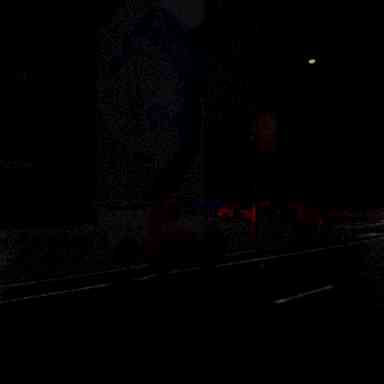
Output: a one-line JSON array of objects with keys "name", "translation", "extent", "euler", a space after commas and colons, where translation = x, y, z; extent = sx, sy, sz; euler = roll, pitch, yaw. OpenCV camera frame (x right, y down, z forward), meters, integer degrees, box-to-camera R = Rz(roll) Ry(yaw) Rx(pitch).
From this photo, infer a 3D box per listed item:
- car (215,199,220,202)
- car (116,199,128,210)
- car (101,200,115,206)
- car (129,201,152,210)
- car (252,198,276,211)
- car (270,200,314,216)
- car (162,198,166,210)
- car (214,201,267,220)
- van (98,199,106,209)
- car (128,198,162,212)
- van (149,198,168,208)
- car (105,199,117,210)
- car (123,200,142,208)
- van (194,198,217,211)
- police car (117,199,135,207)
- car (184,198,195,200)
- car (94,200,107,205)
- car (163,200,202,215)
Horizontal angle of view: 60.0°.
[{"name": "car", "translation": [5.533, 2.041, 45.474], "extent": [1.802, 1.307, 4.206], "euler": [-1, 0, -35]}, {"name": "car", "translation": [-9.689, 2.223, 52.163], "extent": [1.887, 1.381, 4.507], "euler": [-1, 0, -35]}, {"name": "car", "translation": [-20.887, 2.633, 82.661], "extent": [1.947, 1.339, 4.313], "euler": [-1, 0, -35]}, {"name": "car", "translation": [-8.698, 2.205, 55.478], "extent": [1.837, 1.490, 4.892], "euler": [0, -1, -35]}, {"name": "car", "translation": [8.468, 1.705, 41.323], "extent": [2.192, 1.841, 5.009], "euler": [-1, 0, -35]}, {"name": "car", "translation": [11.413, 1.865, 37.172], "extent": [1.887, 1.381, 4.507], "euler": [-1, 0, -35]}, {"name": "car", "translation": [-5.034, 2.151, 55.623], "extent": [2.128, 1.511, 4.902], "euler": [0, -1, -34]}, {"name": "car", "translation": [4.552, 1.869, 32.105], "extent": [1.752, 1.417, 4.829], "euler": [-1, 0, -35]}, {"name": "van", "translation": [-15.350, 2.150, 60.130], "extent": [1.690, 1.788, 3.998], "euler": [-1, 0, -35]}, {"name": "car", "translation": [-6.865, 1.928, 48.179], "extent": [2.192, 1.841, 5.009], "euler": [-1, 0, -35]}, {"name": "van", "translation": [-6.233, 2.075, 62.080], "extent": [1.690, 1.788, 3.998], "euler": [-1, 0, -35]}, {"name": "car", "translation": [-12.519, 2.184, 56.146], "extent": [1.967, 1.590, 4.097], "euler": [-1, 0, -35]}, {"name": "car", "translation": [-11.741, 2.343, 65.024], "extent": [1.812, 1.442, 4.674], "euler": [0, -1, -35]}, {"name": "van", "translation": [2.588, 1.870, 49.626], "extent": [1.690, 1.788, 3.998], "euler": [-1, 0, -35]}, {"name": "police car", "translation": [-14.616, 2.345, 73.159], "extent": [1.930, 1.638, 5.238], "euler": [0, -1, -35]}, {"name": "car", "translation": [-0.353, 1.912, 53.777], "extent": [2.192, 1.841, 5.009], "euler": [-1, 0, -35]}, {"name": "car", "translation": [-23.900, 2.699, 86.904], "extent": [1.947, 1.339, 4.313], "euler": [-1, 0, -35]}, {"name": "car", "translation": [-1.203, 2.031, 40.211], "extent": [2.008, 1.369, 4.403], "euler": [-1, 0, -35]}]
